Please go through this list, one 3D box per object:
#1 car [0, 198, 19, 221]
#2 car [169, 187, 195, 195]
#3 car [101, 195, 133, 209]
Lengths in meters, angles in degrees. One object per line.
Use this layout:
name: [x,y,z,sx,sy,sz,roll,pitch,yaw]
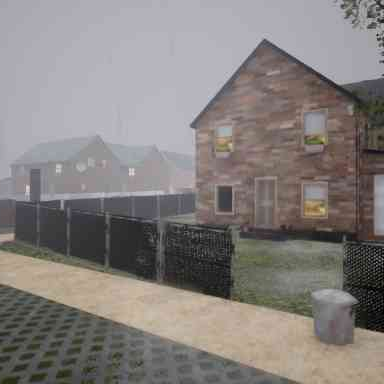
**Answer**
car: [-12.407,1.193,20.816,1.882,1.535,5.008,0,1,31]
car: [-0.587,0.429,38.705,2.150,2.045,5.566,0,1,34]
car: [-6.532,0.985,29.780,1.812,1.442,4.674,0,1,34]
